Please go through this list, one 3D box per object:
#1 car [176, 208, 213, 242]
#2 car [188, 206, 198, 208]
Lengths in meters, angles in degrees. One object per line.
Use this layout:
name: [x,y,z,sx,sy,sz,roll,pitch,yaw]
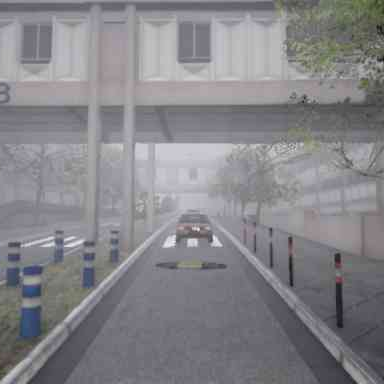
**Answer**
car: [0.106,1.763,17.583,2.033,1.411,5.357,0,-1,0]
car: [0.120,2.576,41.578,1.837,1.490,4.892,0,-2,0]
